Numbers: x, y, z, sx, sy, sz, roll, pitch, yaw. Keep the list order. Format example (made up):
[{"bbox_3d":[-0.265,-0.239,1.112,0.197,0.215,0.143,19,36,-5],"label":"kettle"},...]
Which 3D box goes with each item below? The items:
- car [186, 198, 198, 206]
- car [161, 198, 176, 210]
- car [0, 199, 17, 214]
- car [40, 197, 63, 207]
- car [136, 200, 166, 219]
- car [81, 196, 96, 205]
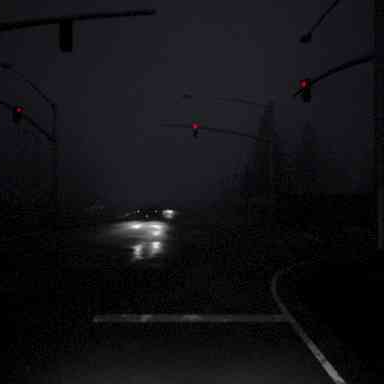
[{"bbox_3d":[-0.022,1.643,54.264,1.895,1.301,4.718,0,0,0],"label":"car"},{"bbox_3d":[-3.606,1.635,44.123,1.895,1.301,4.718,0,0,0],"label":"car"},{"bbox_3d":[-17.715,1.364,30.046,2.007,1.523,4.514,0,0,0],"label":"car"},{"bbox_3d":[-20.529,1.424,48.686,1.970,1.475,3.806,0,0,0],"label":"car"},{"bbox_3d":[-3.609,1.624,28.930,1.895,1.301,4.718,0,0,0],"label":"car"},{"bbox_3d":[-17.479,1.419,56.079,1.845,1.501,3.633,0,0,0],"label":"car"}]
